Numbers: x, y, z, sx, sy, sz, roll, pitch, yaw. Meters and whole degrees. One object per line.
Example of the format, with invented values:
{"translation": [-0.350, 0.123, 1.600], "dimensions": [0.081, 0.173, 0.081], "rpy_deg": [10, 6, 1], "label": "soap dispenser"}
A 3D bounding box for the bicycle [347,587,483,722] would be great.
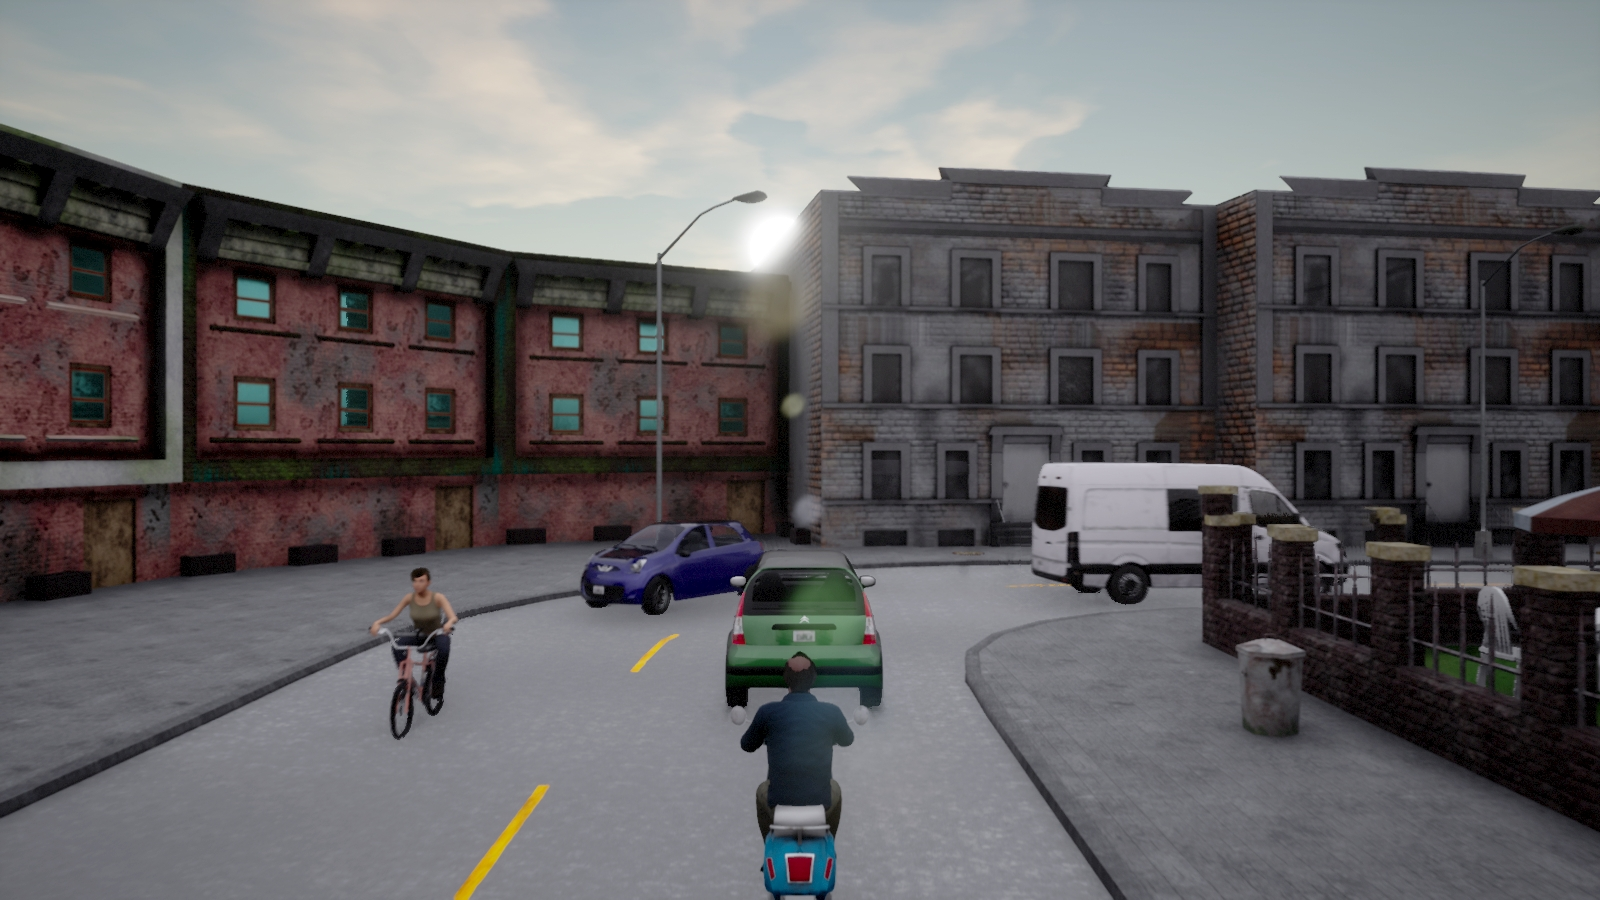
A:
{"translation": [-3.872, 2.037, 11.609], "dimensions": [0.859, 1.080, 1.487], "rpy_deg": [0, 1, 1], "label": "bicycle"}

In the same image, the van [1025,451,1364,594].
{"translation": [7.495, 1.313, 21.902], "dimensions": [5.915, 2.561, 1.988], "rpy_deg": [0, 0, -10], "label": "van"}

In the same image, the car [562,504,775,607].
{"translation": [-2.305, 1.820, 20.763], "dimensions": [1.845, 1.501, 3.633], "rpy_deg": [0, 0, 37], "label": "car"}

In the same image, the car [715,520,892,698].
{"translation": [0.031, 1.780, 13.926], "dimensions": [1.851, 1.617, 3.988], "rpy_deg": [0, 0, 0], "label": "car"}
